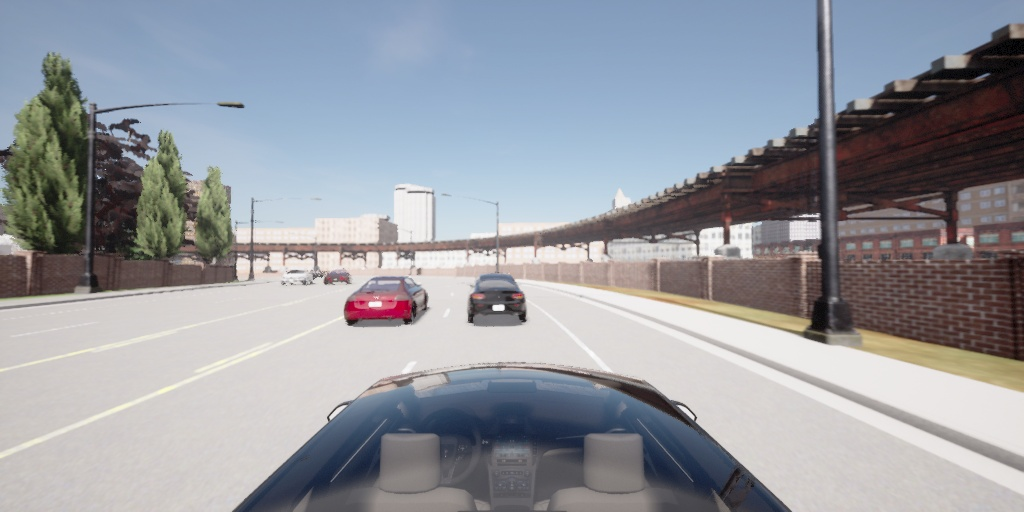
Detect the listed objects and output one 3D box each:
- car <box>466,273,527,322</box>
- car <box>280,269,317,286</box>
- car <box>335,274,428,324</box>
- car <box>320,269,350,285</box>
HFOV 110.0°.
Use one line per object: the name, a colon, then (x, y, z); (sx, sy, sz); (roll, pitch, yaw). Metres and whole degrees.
car: (-0.600, 1.319, 12.425); (1.812, 1.442, 4.674); (0, -1, -6)
car: (-19.194, 1.872, 32.191); (1.812, 1.442, 4.674); (0, -3, -19)
car: (-4.076, 1.358, 12.177); (1.994, 1.385, 4.181); (0, -1, -6)
car: (-15.560, 1.883, 32.267); (1.994, 1.385, 4.181); (0, -2, -18)
